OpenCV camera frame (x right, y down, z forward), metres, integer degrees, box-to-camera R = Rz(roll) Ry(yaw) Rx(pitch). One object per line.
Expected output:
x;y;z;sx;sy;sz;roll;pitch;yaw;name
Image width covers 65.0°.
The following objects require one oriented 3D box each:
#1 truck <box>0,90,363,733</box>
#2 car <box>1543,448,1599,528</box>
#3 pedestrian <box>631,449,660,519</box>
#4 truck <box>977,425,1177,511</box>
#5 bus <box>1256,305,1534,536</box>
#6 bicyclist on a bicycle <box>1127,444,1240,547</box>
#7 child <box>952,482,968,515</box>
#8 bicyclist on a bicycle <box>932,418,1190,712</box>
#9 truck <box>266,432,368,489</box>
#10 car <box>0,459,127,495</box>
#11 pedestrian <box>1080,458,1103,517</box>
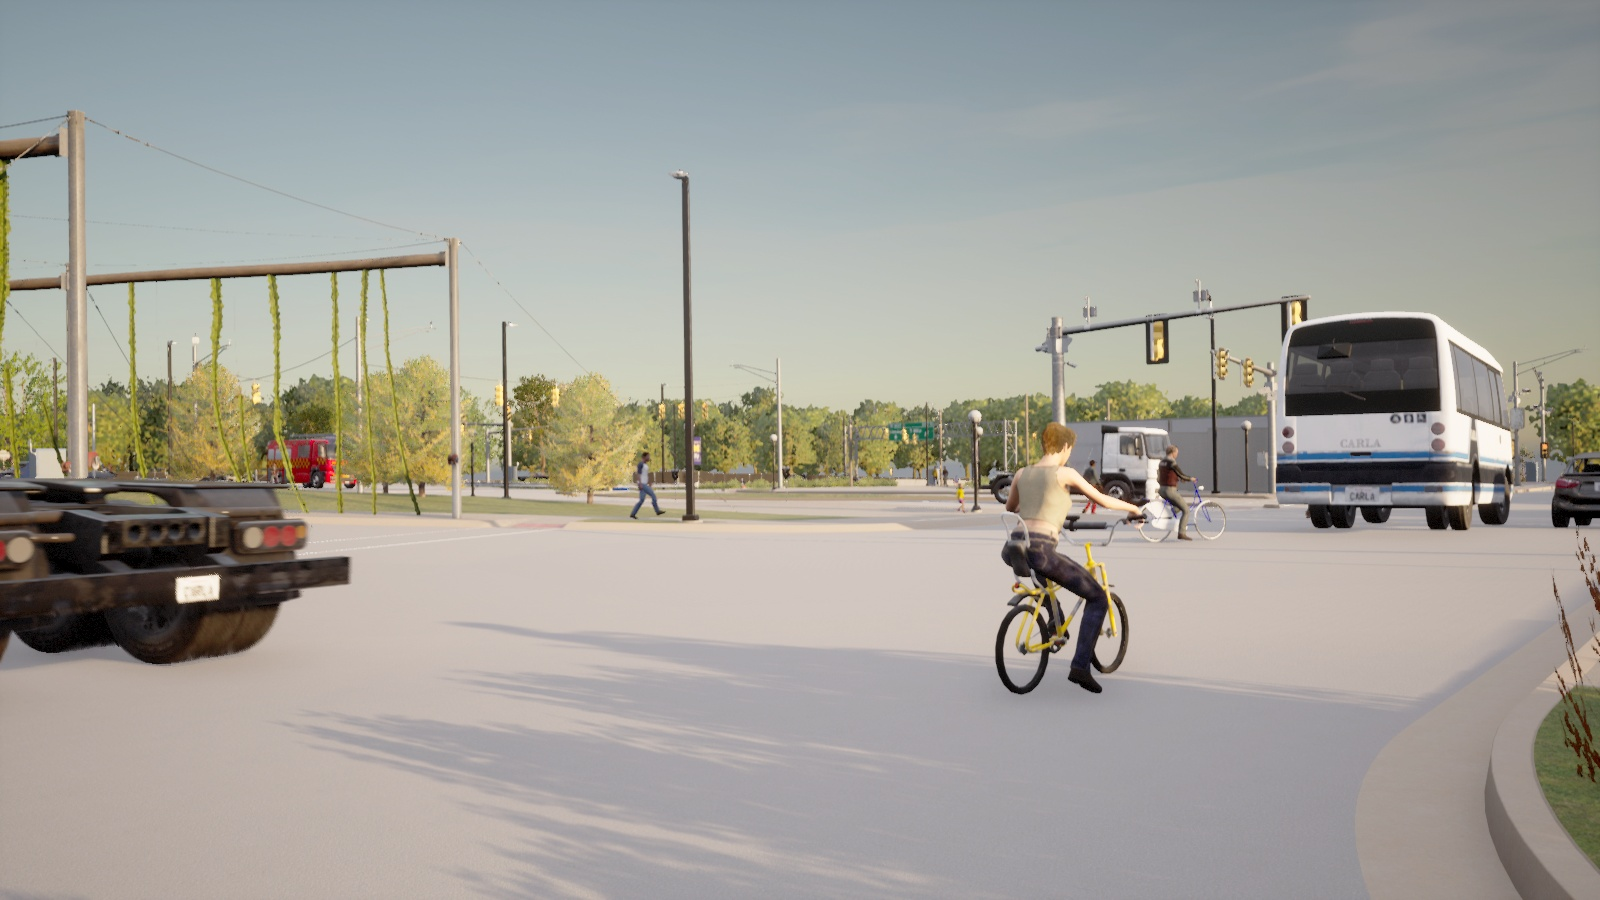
-7.425;-0.219;9.478;7.936;3.462;2.891;1;-1;25;truck
18.219;0.863;27.872;2.242;1.667;4.611;-1;-3;40;car
-4.132;0.909;33.563;0.706;1.836;0.354;-1;-1;2;pedestrian
11.873;0.718;54.241;7.936;3.462;2.891;0;0;35;truck
13.803;-0.353;28.413;3.944;4.253;10.273;-1;-2;35;bus
6.982;0.814;22.872;1.843;1.776;0.659;-1;-1;-15;bicyclist on a bicycle
5.699;1.717;44.753;0.473;1.160;0.299;-1;-1;38;child
1.637;0.642;7.754;0.866;1.612;1.509;-2;-1;44;bicyclist on a bicycle
-34.154;0.760;88.671;8.468;3.827;2.891;0;-1;40;truck
-34.661;1.296;59.077;2.033;1.649;4.856;-1;-3;39;car
9.162;1.174;39.422;0.614;1.847;0.353;0;-1;-34;pedestrian
